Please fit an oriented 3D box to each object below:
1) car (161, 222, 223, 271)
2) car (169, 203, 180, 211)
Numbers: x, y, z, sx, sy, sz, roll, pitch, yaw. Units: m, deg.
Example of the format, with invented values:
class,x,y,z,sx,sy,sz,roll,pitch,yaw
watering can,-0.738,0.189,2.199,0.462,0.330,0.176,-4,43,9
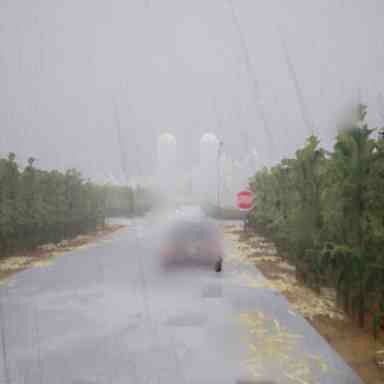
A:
class,x,y,z,sx,sy,sz,roll,pitch,yaw
car,0.020,1.734,11.501,2.033,1.411,5.357,0,-1,0
car,-3.137,2.716,61.665,2.128,1.511,4.902,0,-1,1
